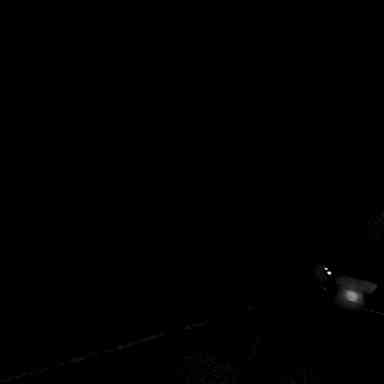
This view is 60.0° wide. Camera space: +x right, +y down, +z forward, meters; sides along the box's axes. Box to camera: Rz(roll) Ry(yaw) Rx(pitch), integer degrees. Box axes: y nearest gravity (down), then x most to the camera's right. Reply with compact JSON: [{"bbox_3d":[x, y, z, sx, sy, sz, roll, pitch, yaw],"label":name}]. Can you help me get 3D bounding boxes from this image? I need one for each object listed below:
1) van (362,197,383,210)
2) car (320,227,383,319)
[{"bbox_3d":[26.401,1.676,47.135,1.878,1.987,4.442,2,-1,-35],"label":"van"},{"bbox_3d":[4.684,1.479,6.998,4.902,1.511,2.128,0,0,-35],"label":"car"}]
